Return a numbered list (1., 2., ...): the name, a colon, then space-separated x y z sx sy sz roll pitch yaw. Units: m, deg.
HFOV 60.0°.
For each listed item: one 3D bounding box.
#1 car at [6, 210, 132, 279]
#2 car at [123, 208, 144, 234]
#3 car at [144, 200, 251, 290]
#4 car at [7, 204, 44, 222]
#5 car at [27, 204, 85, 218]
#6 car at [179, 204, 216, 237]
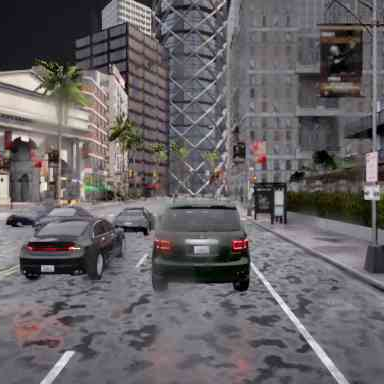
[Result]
1. car: -3.284 1.505 10.024 1.837 1.490 4.892 0 0 0
2. car: -3.201 1.564 18.802 1.994 1.385 4.181 0 0 1
3. car: 0.200 1.221 9.188 2.150 2.045 5.566 0 0 0
4. car: -10.278 1.547 22.547 2.033 1.411 5.357 0 0 1
5. car: -6.864 1.525 18.291 1.812 1.442 4.674 0 0 1
6. car: 0.300 1.504 19.048 1.837 1.490 4.892 0 0 1
